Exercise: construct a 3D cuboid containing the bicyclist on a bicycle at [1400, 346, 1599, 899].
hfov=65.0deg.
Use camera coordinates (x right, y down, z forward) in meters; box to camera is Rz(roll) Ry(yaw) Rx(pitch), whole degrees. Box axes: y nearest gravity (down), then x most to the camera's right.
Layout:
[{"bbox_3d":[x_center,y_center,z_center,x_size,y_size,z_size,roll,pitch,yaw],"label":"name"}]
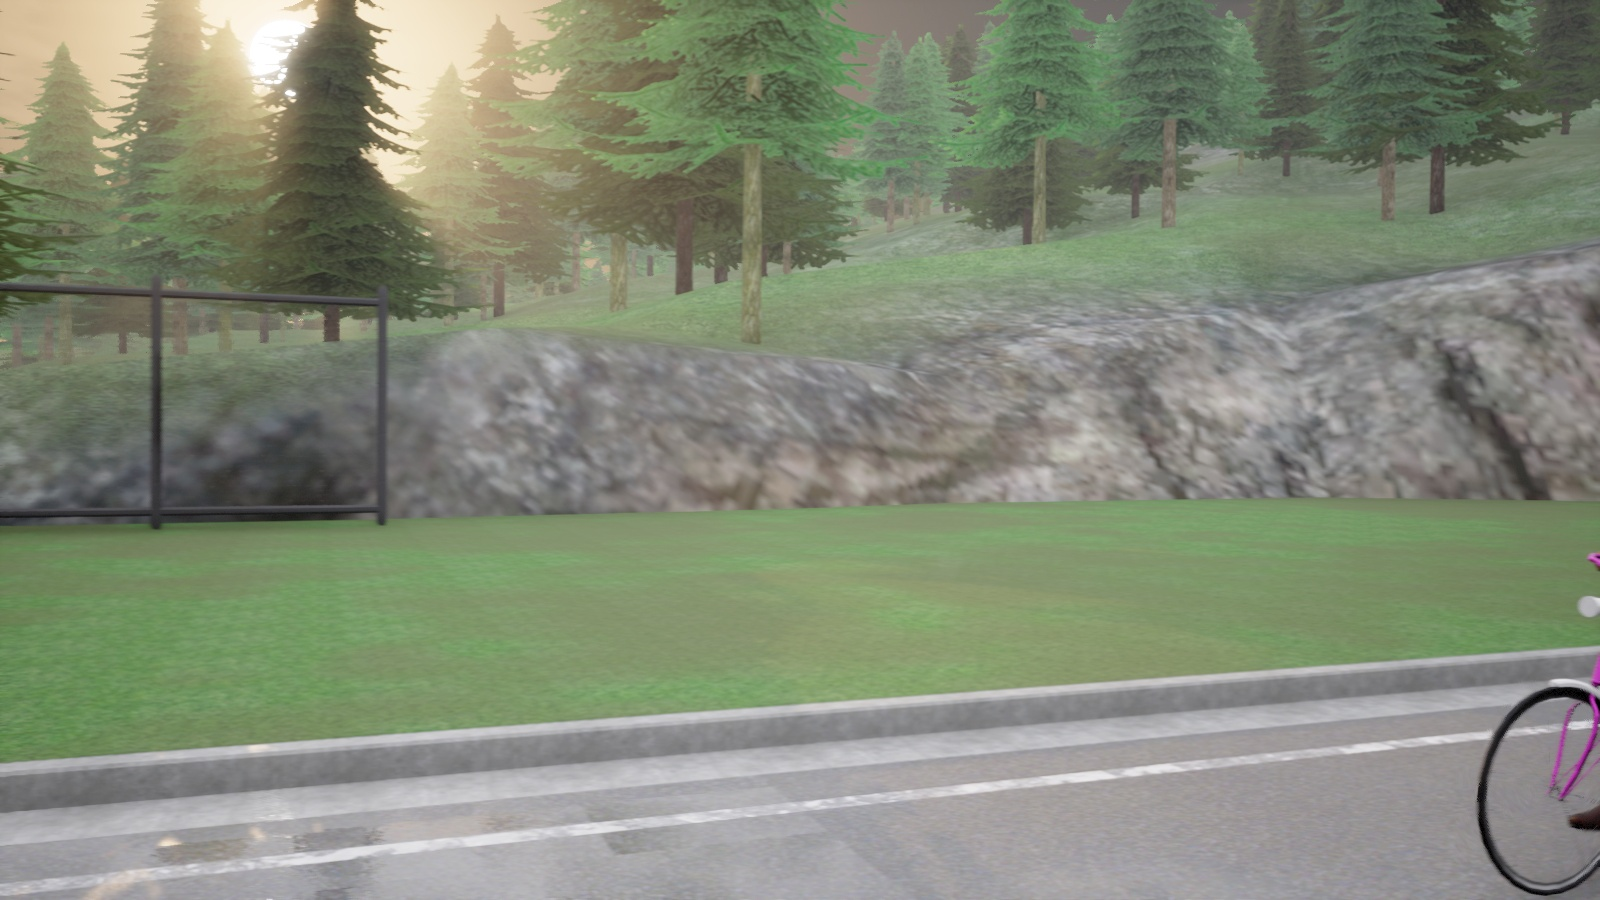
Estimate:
[{"bbox_3d":[3.080,0.559,4.407,1.843,1.776,0.659,-1,1,-21],"label":"bicyclist on a bicycle"}]
